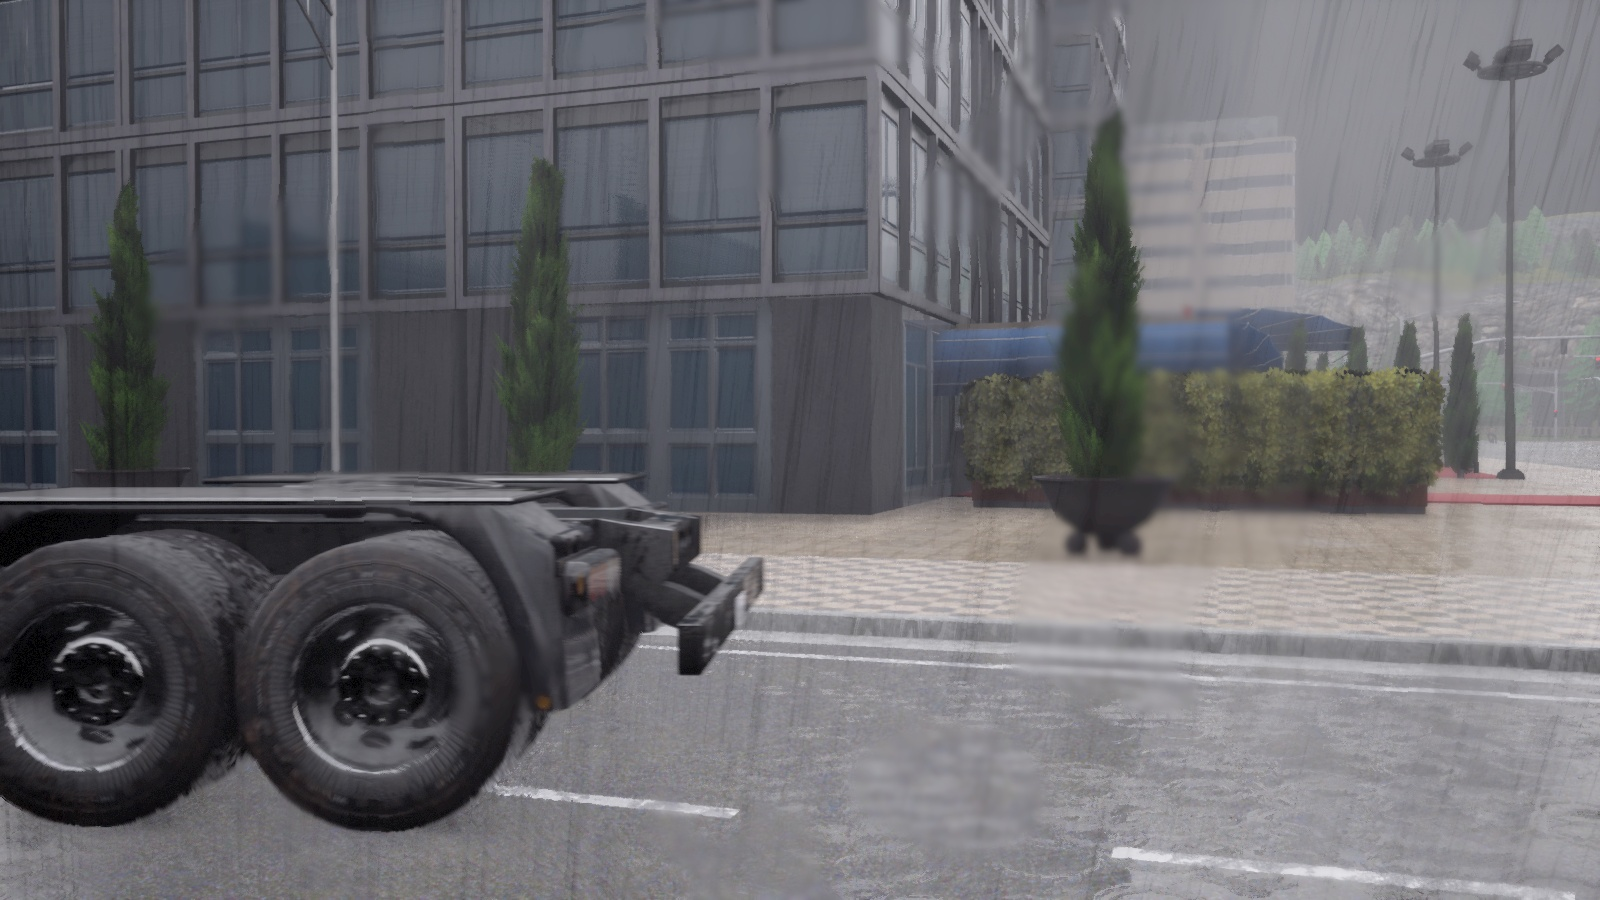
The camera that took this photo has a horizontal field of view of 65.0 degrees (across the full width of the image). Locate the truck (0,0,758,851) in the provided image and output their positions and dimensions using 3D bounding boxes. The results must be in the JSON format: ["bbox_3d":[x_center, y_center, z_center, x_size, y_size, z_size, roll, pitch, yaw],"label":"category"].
[{"bbox_3d":[-4.314,-0.274,6.371,7.936,3.462,2.891,0,1,4],"label":"truck"}]
